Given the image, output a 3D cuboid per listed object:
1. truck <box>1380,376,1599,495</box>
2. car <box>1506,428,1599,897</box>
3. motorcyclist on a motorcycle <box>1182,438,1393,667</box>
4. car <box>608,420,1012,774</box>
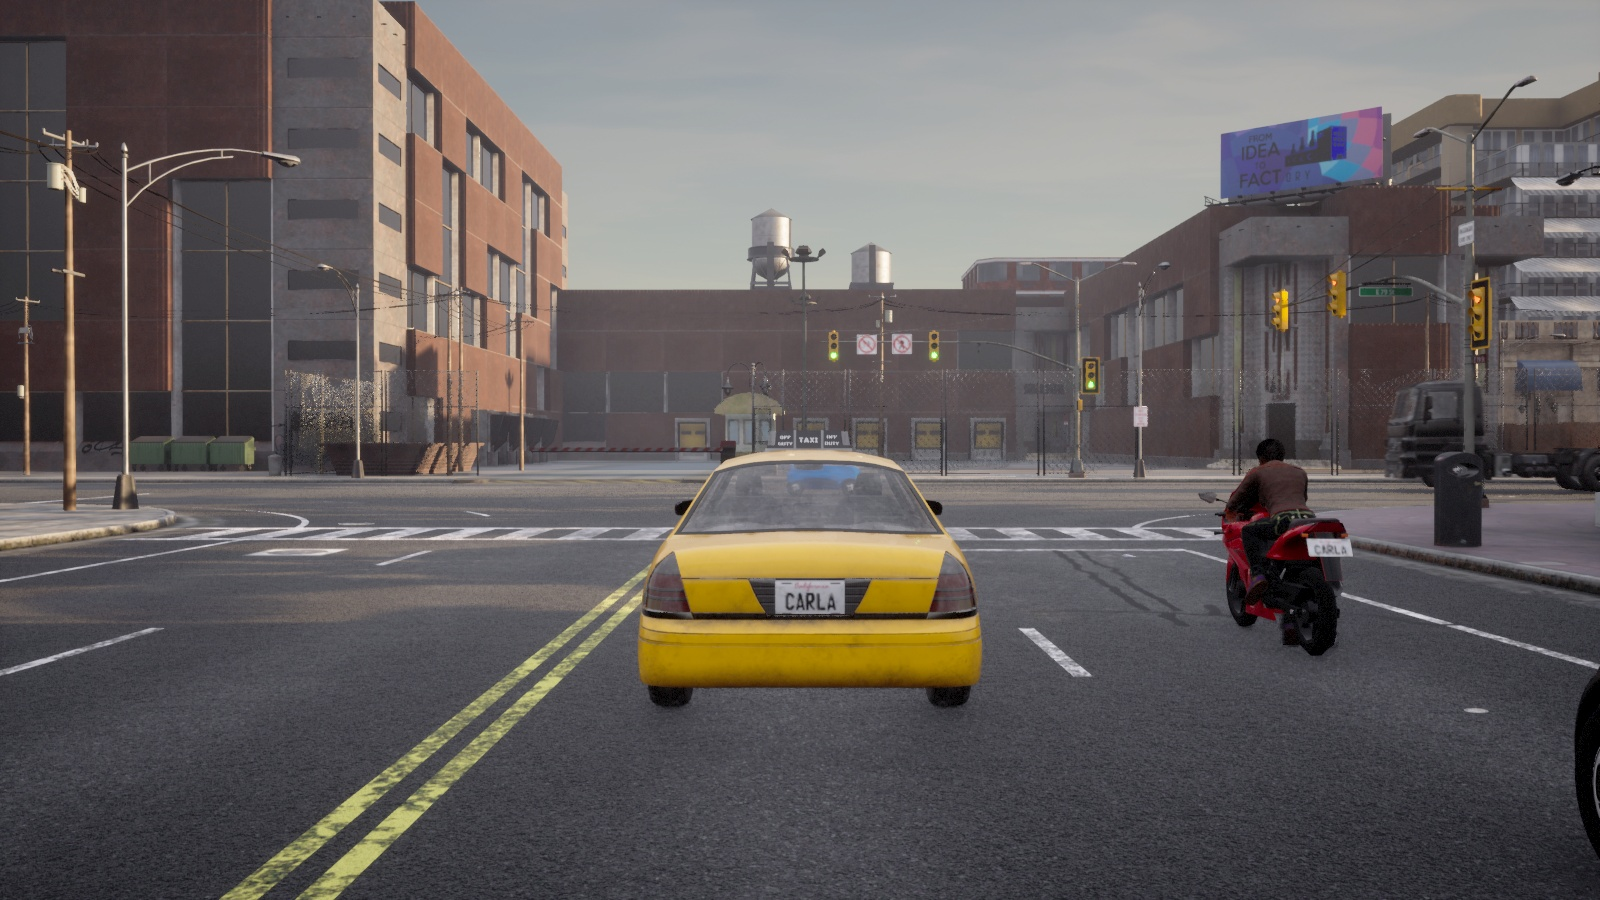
[{"bbox_3d":[22.176,-0.432,38.078,7.936,3.462,2.891,0,0,14],"label":"truck"},{"bbox_3d":[3.526,0.712,2.849,1.789,1.549,3.705,0,0,1],"label":"car"},{"bbox_3d":[3.563,0.678,9.401,0.797,1.523,2.044,0,0,0],"label":"motorcyclist on a motorcycle"},{"bbox_3d":[0.057,0.639,8.276,1.801,1.575,5.366,0,0,0],"label":"car"}]
